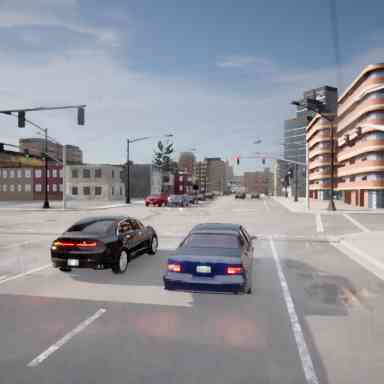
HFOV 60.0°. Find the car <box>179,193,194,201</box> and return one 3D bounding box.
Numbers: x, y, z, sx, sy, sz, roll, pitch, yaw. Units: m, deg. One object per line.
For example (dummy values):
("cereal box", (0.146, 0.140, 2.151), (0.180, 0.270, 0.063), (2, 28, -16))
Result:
("car", (-1.133, 1.073, 69.256), (2.033, 1.411, 5.357), (0, 1, 11))

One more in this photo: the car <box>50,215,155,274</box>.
("car", (-2.510, 1.505, 10.664), (1.837, 1.490, 4.892), (0, 0, 11))

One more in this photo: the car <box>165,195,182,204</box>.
("car", (-3.253, 1.238, 58.882), (1.812, 1.442, 4.674), (0, 1, 12))

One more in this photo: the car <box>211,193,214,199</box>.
("car", (3.807, 0.862, 76.249), (1.882, 1.535, 5.008), (0, 1, 11))

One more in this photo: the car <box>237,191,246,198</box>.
("car", (12.988, 0.552, 86.681), (2.097, 1.767, 4.553), (0, 1, 11))

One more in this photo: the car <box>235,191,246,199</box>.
("car", (11.094, 0.902, 77.029), (1.994, 1.385, 4.181), (0, 1, 11))

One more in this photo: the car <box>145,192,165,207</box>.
("car", (-5.155, 1.080, 49.324), (2.150, 2.045, 5.566), (0, 1, 11))

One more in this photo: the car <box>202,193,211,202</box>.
("car", (1.766, 1.119, 66.009), (2.033, 1.411, 5.357), (0, 1, 12))

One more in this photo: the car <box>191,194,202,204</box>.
("car", (-0.188, 1.235, 56.359), (2.128, 1.511, 4.902), (0, 1, 11))

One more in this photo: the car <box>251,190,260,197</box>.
("car", (16.344, 0.464, 85.607), (2.097, 1.767, 4.553), (0, 1, 11))

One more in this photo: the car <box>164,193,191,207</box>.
("car", (-1.947, 1.223, 47.448), (2.097, 1.767, 4.553), (0, 1, 11))

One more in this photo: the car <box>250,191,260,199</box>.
("car", (14.341, 0.881, 75.403), (2.128, 1.511, 4.902), (0, 1, 11))

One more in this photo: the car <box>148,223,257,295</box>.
("car", (0.708, 1.547, 8.920), (2.033, 1.411, 5.357), (0, 0, 11))
